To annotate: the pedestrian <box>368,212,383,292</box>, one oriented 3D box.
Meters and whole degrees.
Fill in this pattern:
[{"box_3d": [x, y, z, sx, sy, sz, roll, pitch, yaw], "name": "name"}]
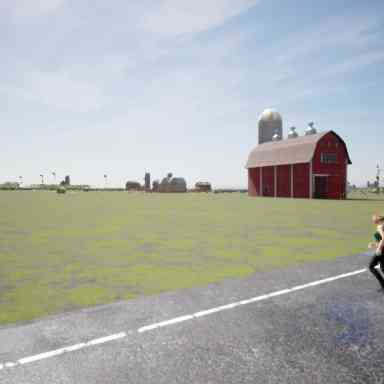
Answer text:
[{"box_3d": [4.230, 1.292, 7.448, 0.375, 1.860, 0.375, -1, 0, -38], "name": "pedestrian"}]
